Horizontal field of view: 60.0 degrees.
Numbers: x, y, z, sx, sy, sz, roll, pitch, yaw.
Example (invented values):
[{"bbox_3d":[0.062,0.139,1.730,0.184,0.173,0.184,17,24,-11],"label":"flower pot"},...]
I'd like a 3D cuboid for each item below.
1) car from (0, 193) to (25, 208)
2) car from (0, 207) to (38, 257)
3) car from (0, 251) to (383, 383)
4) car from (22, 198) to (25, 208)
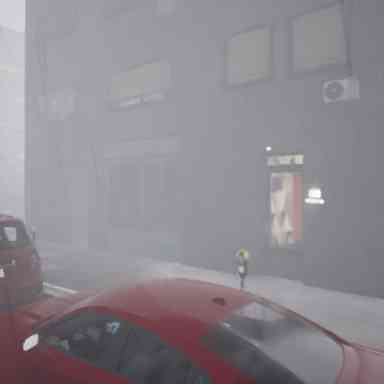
[{"bbox_3d":[-17.645,1.039,31.582,2.192,1.841,5.009,2,2,35],"label":"car"},{"bbox_3d":[-4.880,1.316,6.360,5.009,1.841,2.192,0,0,36],"label":"car"},{"bbox_3d":[-0.384,1.545,3.144,4.507,1.381,1.887,0,0,36],"label":"car"},{"bbox_3d":[-10.822,1.353,26.727,1.947,1.339,4.313,2,2,35],"label":"car"}]
